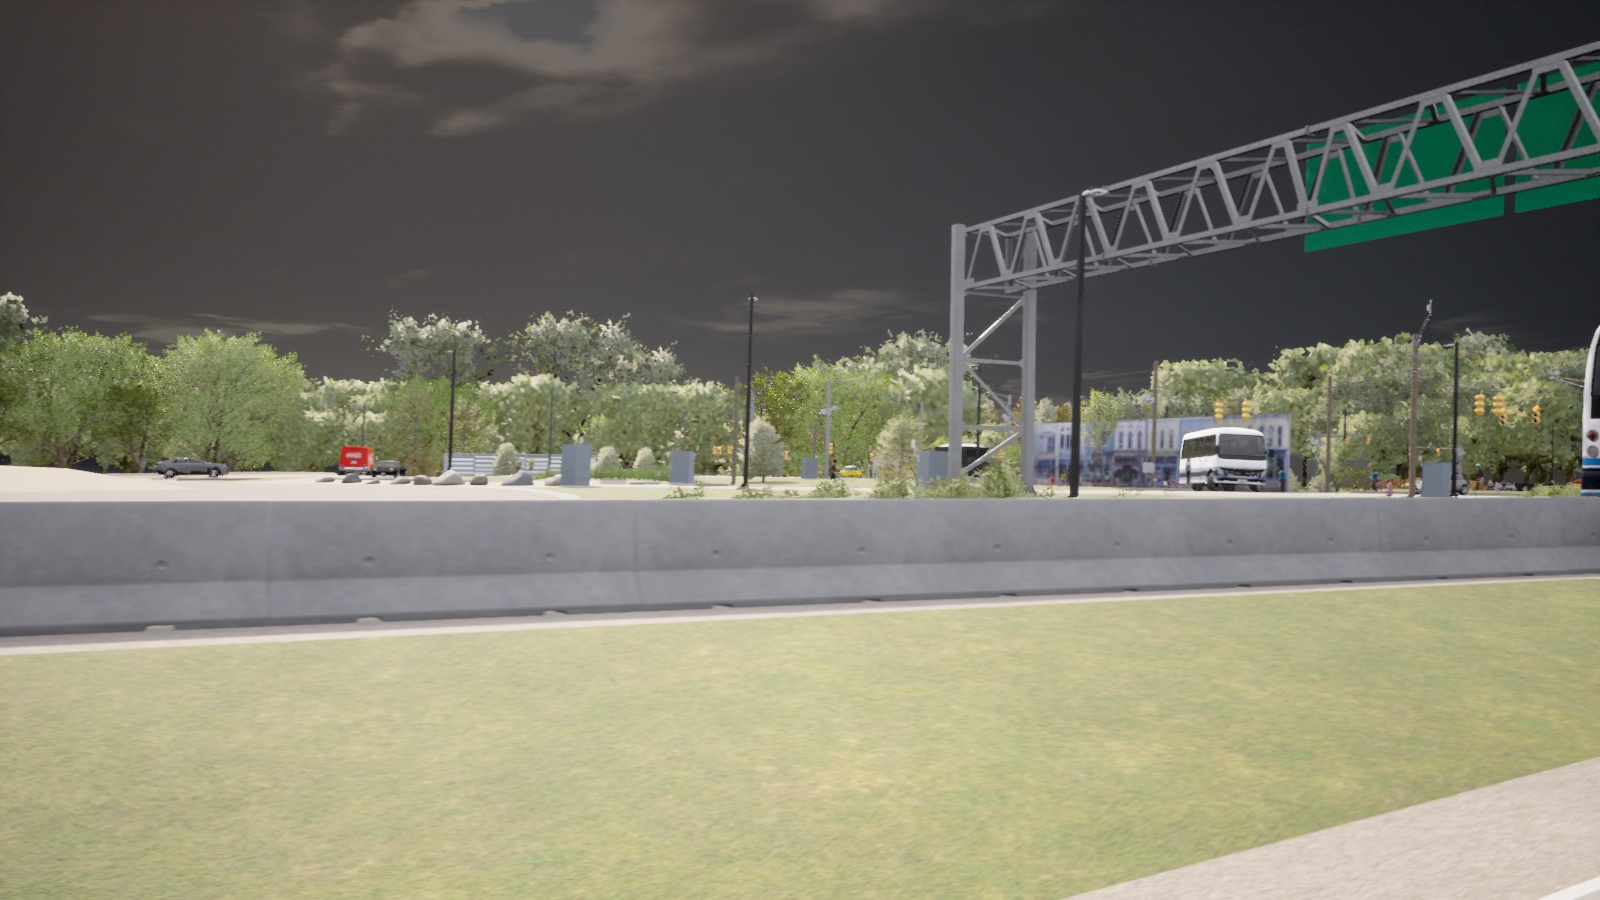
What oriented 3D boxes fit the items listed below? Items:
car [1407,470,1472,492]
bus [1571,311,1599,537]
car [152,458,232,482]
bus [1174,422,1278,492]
[{"bbox_3d":[44.268,2.146,86.945,3.806,1.475,1.970,1,-1,-22],"label":"car"},{"bbox_3d":[20.298,-0.444,24.644,10.273,4.253,3.944,1,-1,-26],"label":"bus"},{"bbox_3d":[-43.217,1.404,89.251,4.902,1.511,2.128,-1,1,-31],"label":"car"},{"bbox_3d":[28.370,0.591,84.240,3.944,4.253,10.273,2,-2,4],"label":"bus"}]
